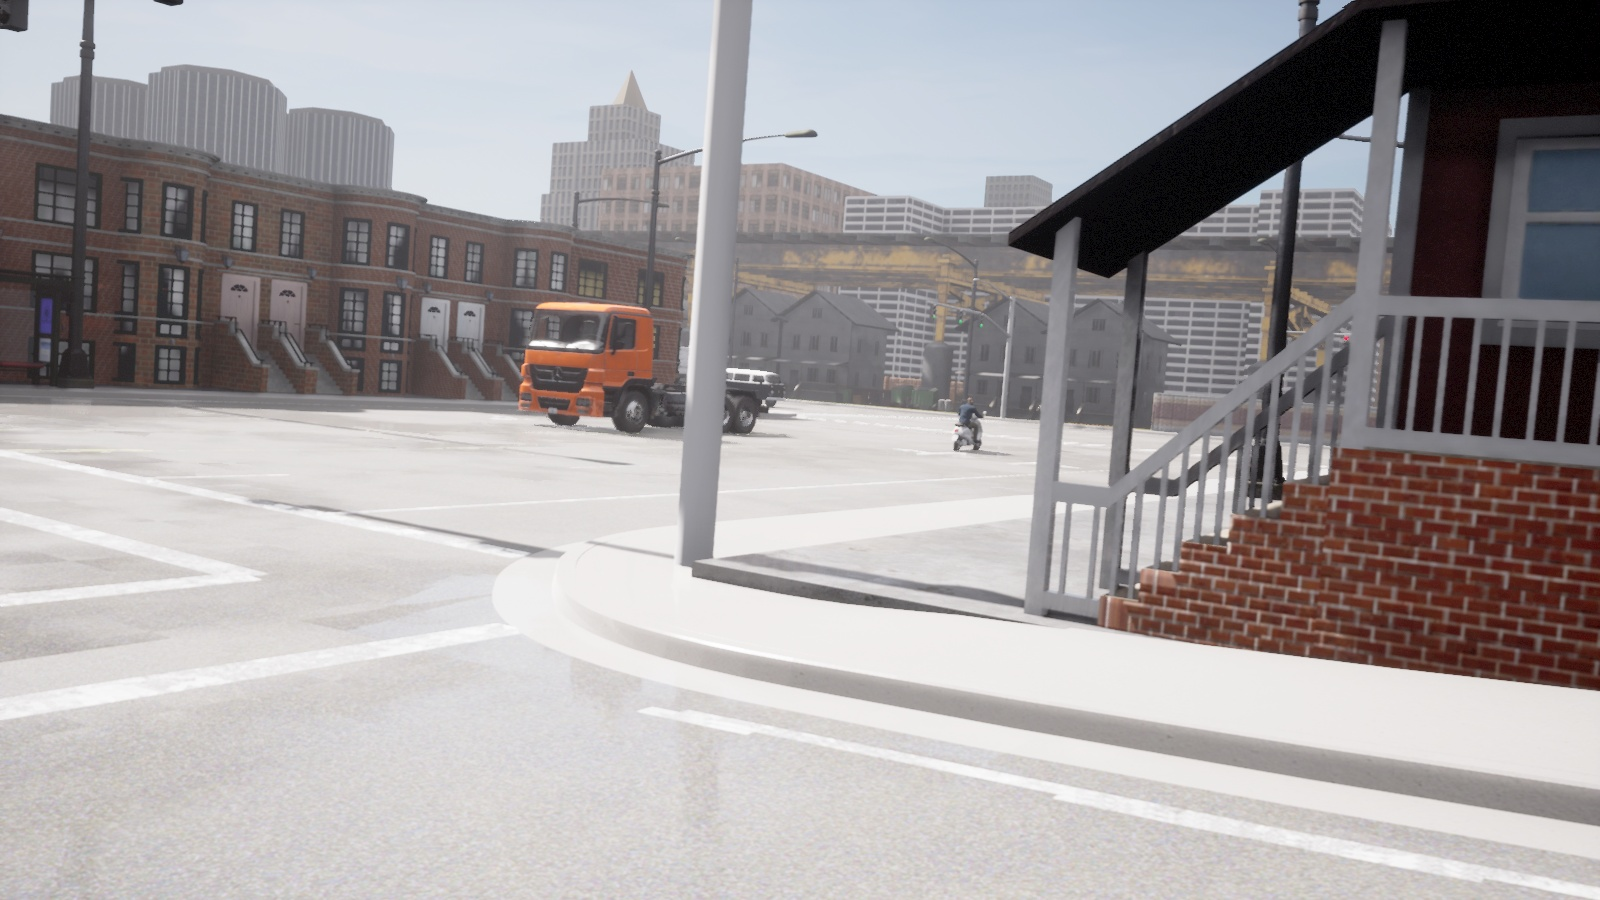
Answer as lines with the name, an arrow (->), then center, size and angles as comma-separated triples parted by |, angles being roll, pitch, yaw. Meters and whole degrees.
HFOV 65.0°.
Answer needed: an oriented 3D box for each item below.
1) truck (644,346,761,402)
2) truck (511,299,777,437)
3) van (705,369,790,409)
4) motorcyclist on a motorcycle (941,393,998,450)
truck -> -6.866, -5.338, 87.710 | 7.936, 3.462, 2.891 | 5, 4, 34
truck -> -4.204, -2.225, 35.865 | 2.891, 3.462, 7.936 | 5, 4, 34
van -> -3.042, -3.548, 72.553 | 4.480, 2.038, 2.069 | 5, 4, 34
motorcyclist on a motorcycle -> 5.037, -0.845, 37.261 | 0.866, 1.590, 1.817 | 5, 4, 34
